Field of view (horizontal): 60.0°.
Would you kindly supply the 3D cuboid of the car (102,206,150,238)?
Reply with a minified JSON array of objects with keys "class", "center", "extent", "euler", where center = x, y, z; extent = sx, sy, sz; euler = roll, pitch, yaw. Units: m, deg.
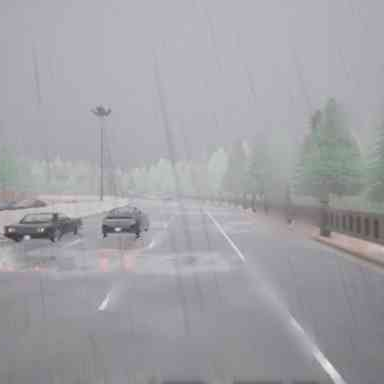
[{"class":"car","center":[-3.400,1.512,17.679],"extent":[2.128,1.511,4.902],"euler":[0,0,0]}]

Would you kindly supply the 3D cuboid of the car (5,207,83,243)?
[{"class":"car","center":[-6.899,1.620,16.138],"extent":[1.895,1.301,4.718],"euler":[0,0,0]}]

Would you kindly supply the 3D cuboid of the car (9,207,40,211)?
[{"class":"car","center":[-17.598,1.521,36.180],"extent":[1.882,1.535,5.008],"euler":[0,0,0]}]

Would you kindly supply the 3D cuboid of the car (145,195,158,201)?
[{"class":"car","center":[-10.737,1.565,93.178],"extent":[1.801,1.575,5.366],"euler":[0,0,-27]}]

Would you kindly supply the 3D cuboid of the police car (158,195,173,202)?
[{"class":"police car","center":[-6.277,1.523,83.073],"extent":[1.930,1.638,5.238],"euler":[0,0,-21]}]

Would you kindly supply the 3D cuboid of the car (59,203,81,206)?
[{"class":"car","center":[-14.101,1.523,37.642],"extent":[1.882,1.535,5.008],"euler":[0,0,0]}]
